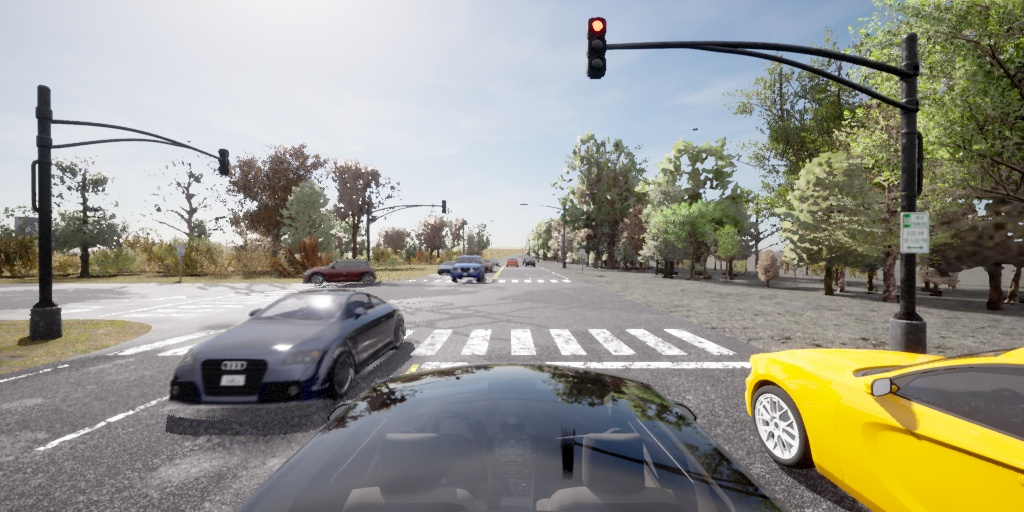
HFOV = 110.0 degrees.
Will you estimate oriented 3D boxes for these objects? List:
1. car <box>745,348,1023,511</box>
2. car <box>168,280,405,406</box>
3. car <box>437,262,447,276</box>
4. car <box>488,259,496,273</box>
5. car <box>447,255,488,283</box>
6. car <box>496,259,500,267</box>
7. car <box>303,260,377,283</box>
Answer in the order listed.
[{"bbox_3d":[3.363,1.195,1.716,1.882,1.535,5.008,0,1,0],"label":"car"},{"bbox_3d":[-3.352,1.317,6.301,1.994,1.385,4.181,0,0,0],"label":"car"},{"bbox_3d":[-6.598,1.297,38.148,2.033,1.411,5.357,0,0,0],"label":"car"},{"bbox_3d":[-3.349,1.101,42.814,2.097,1.767,4.553,0,0,0],"label":"car"},{"bbox_3d":[-3.341,0.969,28.269,2.150,2.045,5.566,0,0,0],"label":"car"},{"bbox_3d":[-3.305,1.278,64.741,1.812,1.442,4.674,0,0,0],"label":"car"},{"bbox_3d":[-11.713,1.053,24.654,4.553,1.767,2.097,0,0,-24],"label":"car"}]
